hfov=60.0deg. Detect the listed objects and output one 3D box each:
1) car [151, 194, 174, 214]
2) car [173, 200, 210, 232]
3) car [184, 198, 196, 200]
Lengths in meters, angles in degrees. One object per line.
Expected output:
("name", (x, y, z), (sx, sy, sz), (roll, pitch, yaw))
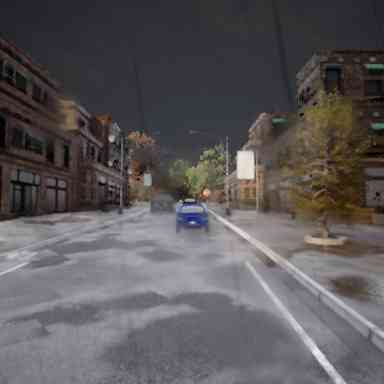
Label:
("car", (-3.094, 1.249, 35.696), (2.150, 2.045, 5.566), (0, 0, 0))
("car", (0.017, 1.491, 20.192), (1.882, 1.535, 5.008), (0, 0, -1))
("car", (-0.252, 1.510, 41.230), (1.882, 1.535, 5.008), (0, 0, -1))
